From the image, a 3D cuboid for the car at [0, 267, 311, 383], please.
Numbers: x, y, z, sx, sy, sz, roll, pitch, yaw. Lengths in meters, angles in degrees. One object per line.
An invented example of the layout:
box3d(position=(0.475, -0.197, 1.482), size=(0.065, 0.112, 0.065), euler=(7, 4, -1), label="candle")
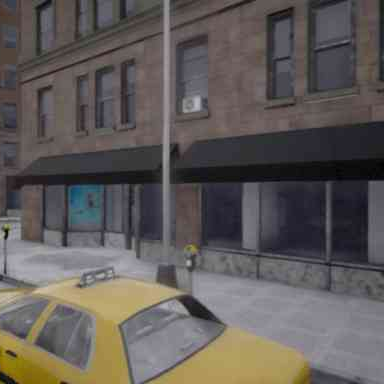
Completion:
box3d(position=(-1.210, 1.517, 3.674), size=(4.829, 1.417, 1.752), euler=(0, 0, 35), label="car")
